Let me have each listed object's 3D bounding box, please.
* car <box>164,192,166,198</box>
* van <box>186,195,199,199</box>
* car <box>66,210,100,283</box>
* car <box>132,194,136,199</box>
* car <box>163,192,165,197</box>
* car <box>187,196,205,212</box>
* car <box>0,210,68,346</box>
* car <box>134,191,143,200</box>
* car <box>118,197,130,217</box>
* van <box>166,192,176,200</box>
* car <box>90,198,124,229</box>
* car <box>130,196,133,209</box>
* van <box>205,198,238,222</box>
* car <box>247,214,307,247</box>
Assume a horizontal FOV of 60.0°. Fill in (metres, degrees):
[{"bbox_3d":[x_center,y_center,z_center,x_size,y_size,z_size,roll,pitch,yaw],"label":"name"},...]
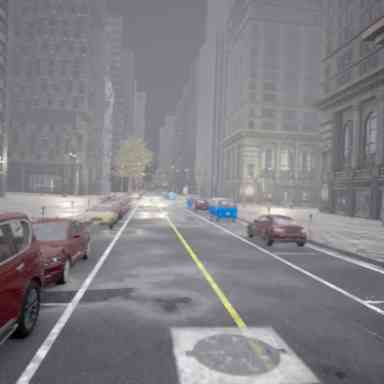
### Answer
[{"bbox_3d":[-5.509,1.231,85.972,1.947,1.339,4.313,2,0,-8],"label":"car"},{"bbox_3d":[0.237,1.271,42.956,1.690,1.788,3.998,2,0,-8],"label":"van"},{"bbox_3d":[-3.872,1.384,8.984,1.887,1.381,4.507,2,0,-8],"label":"car"},{"bbox_3d":[-7.521,1.198,36.368,1.887,1.381,4.507,2,0,-8],"label":"car"},{"bbox_3d":[-6.222,1.179,91.338,1.887,1.381,4.507,2,0,-8],"label":"car"},{"bbox_3d":[0.956,1.510,37.479,1.887,1.381,4.507,2,0,-8],"label":"car"},{"bbox_3d":[-3.133,1.192,3.506,2.192,1.841,5.009,2,0,-8],"label":"car"},{"bbox_3d":[-12.510,0.943,73.961,1.752,1.417,4.829,2,0,-8],"label":"car"},{"bbox_3d":[-6.061,1.272,25.414,1.887,1.381,4.507,2,0,-8],"label":"car"},{"bbox_3d":[-4.786,1.037,80.606,1.690,1.788,3.998,2,0,-8],"label":"van"},{"bbox_3d":[-5.308,1.291,19.769,1.752,1.417,4.829,2,0,-8],"label":"car"},{"bbox_3d":[-6.791,1.235,30.891,1.887,1.381,4.507,2,0,-8],"label":"car"},{"bbox_3d":[2.419,1.380,26.526,1.690,1.788,3.998,2,0,-8],"label":"van"},{"bbox_3d":[3.865,1.696,15.572,1.802,1.307,4.206,2,0,-8],"label":"car"}]
